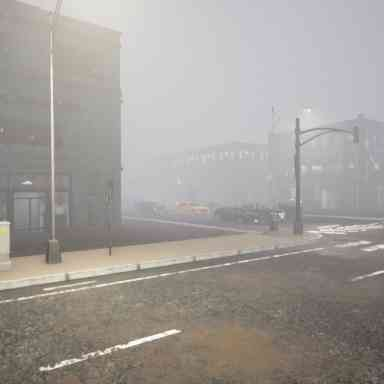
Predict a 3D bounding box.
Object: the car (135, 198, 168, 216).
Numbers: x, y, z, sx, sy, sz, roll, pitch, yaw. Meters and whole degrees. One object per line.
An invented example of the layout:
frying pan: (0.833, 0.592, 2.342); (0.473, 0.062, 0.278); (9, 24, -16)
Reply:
car: (-4.433, 1.845, 37.956); (1.967, 1.590, 4.097); (-1, 0, -35)

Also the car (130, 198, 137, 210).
car: (-6.105, 1.930, 44.821); (1.882, 1.535, 5.008); (-1, 0, -35)

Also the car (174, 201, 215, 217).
car: (-0.111, 1.813, 36.372); (1.882, 1.535, 5.008); (-1, 0, -36)

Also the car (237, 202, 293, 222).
car: (5.686, 1.712, 28.208); (2.128, 1.511, 4.902); (-1, 0, -35)

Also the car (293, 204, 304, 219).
car: (7.861, 1.689, 30.521); (2.128, 1.511, 4.902); (-1, 0, -34)

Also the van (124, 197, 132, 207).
van: (-10.431, 1.905, 60.859); (1.690, 1.788, 3.998); (-1, 0, -35)

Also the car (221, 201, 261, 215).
car: (5.606, 1.808, 38.301); (2.008, 1.369, 4.403); (-2, 0, -35)

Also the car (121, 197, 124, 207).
car: (-13.639, 1.938, 65.370); (2.192, 1.841, 5.009); (-1, 0, -35)

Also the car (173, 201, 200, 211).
car: (-0.805, 1.964, 47.324); (1.802, 1.307, 4.206); (-2, 0, -35)

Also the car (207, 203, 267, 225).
car: (3.510, 1.813, 26.575); (1.947, 1.339, 4.313); (-2, 0, -35)
